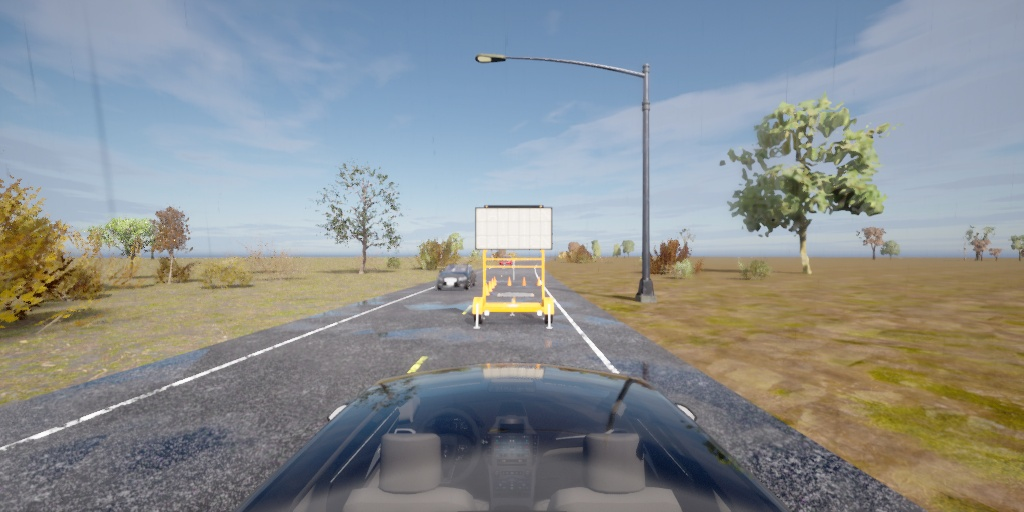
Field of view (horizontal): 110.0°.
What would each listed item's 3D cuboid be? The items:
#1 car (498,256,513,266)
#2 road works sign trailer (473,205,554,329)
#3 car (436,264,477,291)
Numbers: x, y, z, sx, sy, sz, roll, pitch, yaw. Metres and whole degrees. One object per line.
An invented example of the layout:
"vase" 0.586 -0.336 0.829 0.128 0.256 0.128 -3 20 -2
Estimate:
"car" -1.094 0.952 64.509 2.150 2.045 5.566 0 0 5
"road works sign trailer" 0.057 0.213 11.270 2.380 3.560 2.880 0 0 1
"car" -3.297 1.238 21.995 2.128 1.511 4.902 0 0 2
